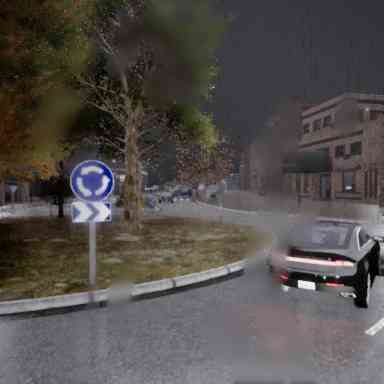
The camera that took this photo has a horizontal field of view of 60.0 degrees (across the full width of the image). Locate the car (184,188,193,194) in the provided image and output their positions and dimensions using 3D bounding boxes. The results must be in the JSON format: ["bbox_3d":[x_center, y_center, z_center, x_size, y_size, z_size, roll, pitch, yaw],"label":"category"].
[{"bbox_3d":[-0.747,-0.278,83.245,1.837,1.490,4.892,0,2,5],"label":"car"}]

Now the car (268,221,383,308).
[{"bbox_3d":[3.381,1.452,8.021,2.128,1.511,4.902,0,0,33],"label":"car"}]

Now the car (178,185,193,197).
[{"bbox_3d":[-1.238,-0.073,72.923,2.150,2.045,5.566,0,2,2],"label":"car"}]

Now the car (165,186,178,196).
[{"bbox_3d":[-4.234,0.054,73.139,2.097,1.767,4.553,0,2,2],"label":"car"}]

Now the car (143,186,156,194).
[{"bbox_3d":[-12.017,-0.396,90.498,2.097,1.535,5.008,0,2,6],"label":"car"}]

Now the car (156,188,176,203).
[{"bbox_3d":[-4.023,0.680,51.276,2.097,1.767,4.553,0,2,-5],"label":"car"}]

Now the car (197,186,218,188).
[{"bbox_3d":[3.418,0.277,66.142,4.553,1.767,2.185,0,2,1],"label":"car"}]

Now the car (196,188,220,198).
[{"bbox_3d":[3.313,0.485,63.394,4.892,1.521,2.231,0,2,1],"label":"car"}]

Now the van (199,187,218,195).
[{"bbox_3d":[3.956,-0.251,79.676,4.442,1.987,1.878,0,2,3],"label":"van"}]
